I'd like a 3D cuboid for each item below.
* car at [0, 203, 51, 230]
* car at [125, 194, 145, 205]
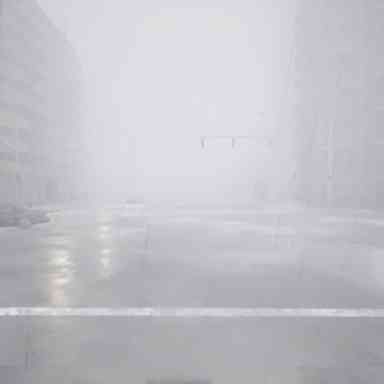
[{"bbox_3d":[-10.400,1.296,17.589,5.357,1.411,2.033,-1,2,-29],"label":"car"},{"bbox_3d":[-7.121,0.938,42.038,1.994,1.385,4.181,0,1,0],"label":"car"}]
